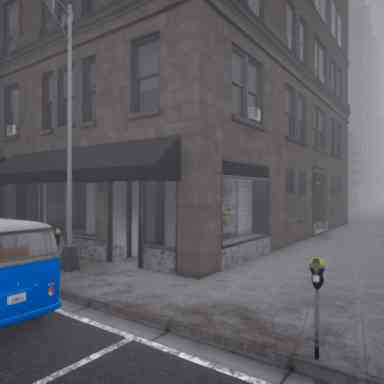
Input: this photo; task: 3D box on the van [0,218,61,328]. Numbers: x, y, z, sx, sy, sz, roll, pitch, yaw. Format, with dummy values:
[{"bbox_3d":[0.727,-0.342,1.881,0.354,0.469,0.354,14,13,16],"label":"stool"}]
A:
[{"bbox_3d":[-4.088,1.338,5.994,3.998,1.788,1.690,0,0,35],"label":"van"}]
